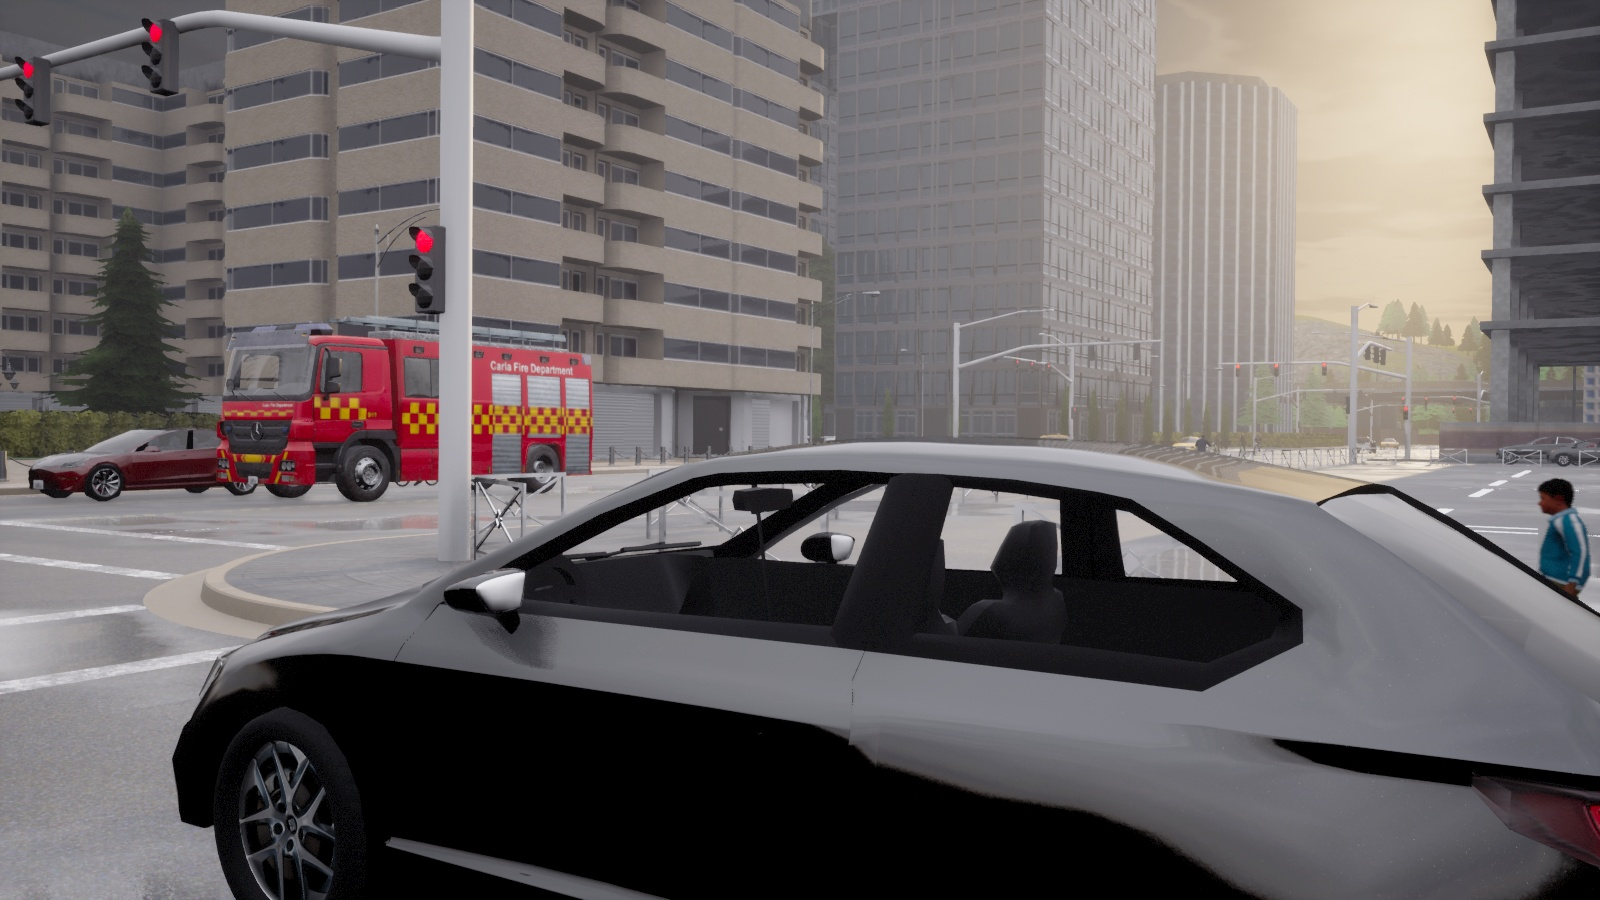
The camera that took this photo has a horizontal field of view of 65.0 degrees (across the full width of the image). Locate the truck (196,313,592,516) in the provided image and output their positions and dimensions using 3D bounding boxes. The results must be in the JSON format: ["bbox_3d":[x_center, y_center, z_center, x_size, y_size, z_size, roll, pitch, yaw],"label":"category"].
[{"bbox_3d":[-8.614,-0.738,28.003,2.891,3.827,8.468,0,1,32],"label":"truck"}]

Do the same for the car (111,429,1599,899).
[{"bbox_3d":[0.098,0.696,3.550,4.193,1.474,1.816,0,1,33],"label":"car"}]

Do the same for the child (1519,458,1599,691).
[{"bbox_3d":[4.095,0.642,6.679,0.448,1.192,0.343,0,1,33],"label":"child"}]

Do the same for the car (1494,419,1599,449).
[{"bbox_3d":[41.957,-0.889,70.566,5.027,1.651,2.152,0,1,32],"label":"car"}]

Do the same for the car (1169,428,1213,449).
[{"bbox_3d":[29.585,-0.894,94.940,1.801,1.575,5.366,0,1,32],"label":"car"}]

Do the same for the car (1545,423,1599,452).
[{"bbox_3d":[42.050,-0.664,66.379,4.514,1.525,2.007,0,1,32],"label":"car"}]

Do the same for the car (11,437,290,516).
[{"bbox_3d":[-13.616,0.491,26.643,2.163,1.488,4.792,0,1,32],"label":"car"}]
